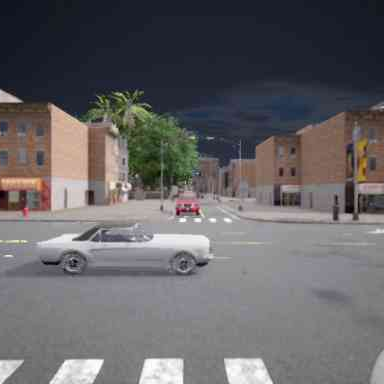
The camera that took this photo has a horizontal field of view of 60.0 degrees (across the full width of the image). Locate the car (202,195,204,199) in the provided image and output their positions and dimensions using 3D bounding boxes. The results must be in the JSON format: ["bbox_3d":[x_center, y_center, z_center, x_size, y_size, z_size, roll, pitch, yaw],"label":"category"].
[{"bbox_3d":[2.261,1.247,92.199,1.947,1.339,4.313,0,0,0],"label":"car"}]

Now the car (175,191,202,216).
[{"bbox_3d":[-0.385,1.131,31.581,2.150,2.045,5.566,0,0,0],"label":"car"}]

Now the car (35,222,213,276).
[{"bbox_3d":[-1.762,1.554,9.598,4.718,1.301,1.895,1,0,-1],"label":"car"}]

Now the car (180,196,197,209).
[{"bbox_3d":[-0.450,1.358,43.374,2.128,1.511,4.902,0,0,0],"label":"car"}]

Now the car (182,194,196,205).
[{"bbox_3d":[-0.514,1.179,53.509,2.097,1.767,4.553,0,0,0],"label":"car"}]
